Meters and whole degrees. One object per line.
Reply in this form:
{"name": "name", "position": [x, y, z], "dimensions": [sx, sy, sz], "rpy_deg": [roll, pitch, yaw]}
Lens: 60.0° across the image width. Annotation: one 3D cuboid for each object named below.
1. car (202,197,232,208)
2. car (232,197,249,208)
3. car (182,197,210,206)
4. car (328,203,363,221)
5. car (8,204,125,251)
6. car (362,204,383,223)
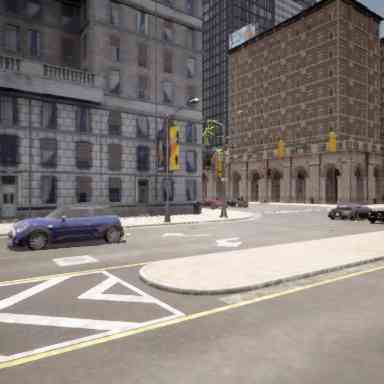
{"name": "car", "position": [3.006, 1.522, 46.956], "dimensions": [1.812, 1.442, 4.674], "rpy_deg": [0, 0, -35]}
{"name": "car", "position": [6.213, 1.500, 48.473], "dimensions": [1.837, 1.490, 4.892], "rpy_deg": [0, 0, -35]}
{"name": "car", "position": [0.563, 1.543, 56.580], "dimensions": [2.033, 1.411, 5.357], "rpy_deg": [0, 0, -34]}
{"name": "car", "position": [12.896, 1.560, 26.926], "dimensions": [4.181, 1.385, 1.994], "rpy_deg": [0, 0, -35]}
{"name": "car", "position": [-5.305, 1.351, 14.298], "dimensions": [4.553, 1.767, 2.097], "rpy_deg": [0, 0, -35]}
{"name": "car", "position": [14.533, 1.597, 23.802], "dimensions": [4.718, 1.301, 1.895], "rpy_deg": [0, 0, -35]}
